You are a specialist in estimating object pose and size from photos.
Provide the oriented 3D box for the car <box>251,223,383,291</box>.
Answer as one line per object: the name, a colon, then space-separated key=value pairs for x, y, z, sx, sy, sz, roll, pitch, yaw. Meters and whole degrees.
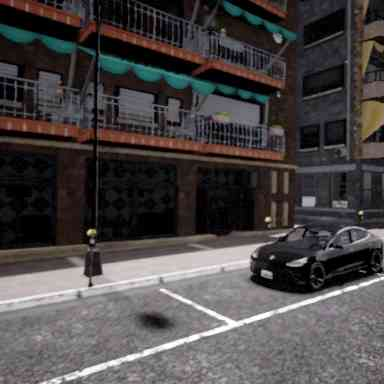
car: x=3.536 y=1.563 z=9.068 sx=4.313 sy=1.339 sz=1.947 roll=0 pitch=1 yaw=-35
